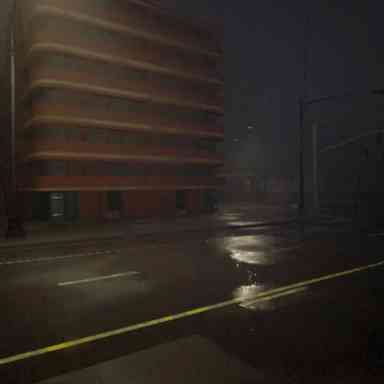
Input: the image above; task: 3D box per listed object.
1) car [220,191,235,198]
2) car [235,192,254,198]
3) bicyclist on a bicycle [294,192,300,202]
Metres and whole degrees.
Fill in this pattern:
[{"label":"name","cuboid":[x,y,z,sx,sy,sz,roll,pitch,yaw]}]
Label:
[{"label":"car","cuboid":[9.398,0.641,86.578,4.611,1.667,2.242,-1,1,-35]},{"label":"car","cuboid":[13.373,0.787,82.360,3.806,1.475,1.970,-1,1,-35]},{"label":"bicyclist on a bicycle","cuboid":[17.254,0.877,54.430,1.656,1.620,0.582,-1,1,-37]}]
